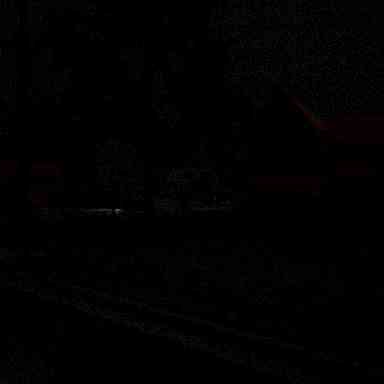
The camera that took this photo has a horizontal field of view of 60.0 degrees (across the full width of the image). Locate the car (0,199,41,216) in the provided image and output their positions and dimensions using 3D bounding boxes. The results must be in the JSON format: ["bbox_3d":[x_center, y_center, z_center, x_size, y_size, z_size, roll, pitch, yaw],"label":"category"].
[{"bbox_3d":[-17.363,1.503,32.522,1.837,1.490,4.892,0,0,34],"label":"car"}]

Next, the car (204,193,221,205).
[{"bbox_3d":[3.645,1.219,58.520,2.150,2.045,5.566,0,0,14],"label":"car"}]

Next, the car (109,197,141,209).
[{"bbox_3d":[-8.988,1.503,44.853,1.837,1.490,4.892,0,0,34],"label":"car"}]

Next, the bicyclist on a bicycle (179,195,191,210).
[{"bbox_3d":[-0.832,1.222,38.252,1.656,1.620,0.582,0,0,34],"label":"bicyclist on a bicycle"}]
